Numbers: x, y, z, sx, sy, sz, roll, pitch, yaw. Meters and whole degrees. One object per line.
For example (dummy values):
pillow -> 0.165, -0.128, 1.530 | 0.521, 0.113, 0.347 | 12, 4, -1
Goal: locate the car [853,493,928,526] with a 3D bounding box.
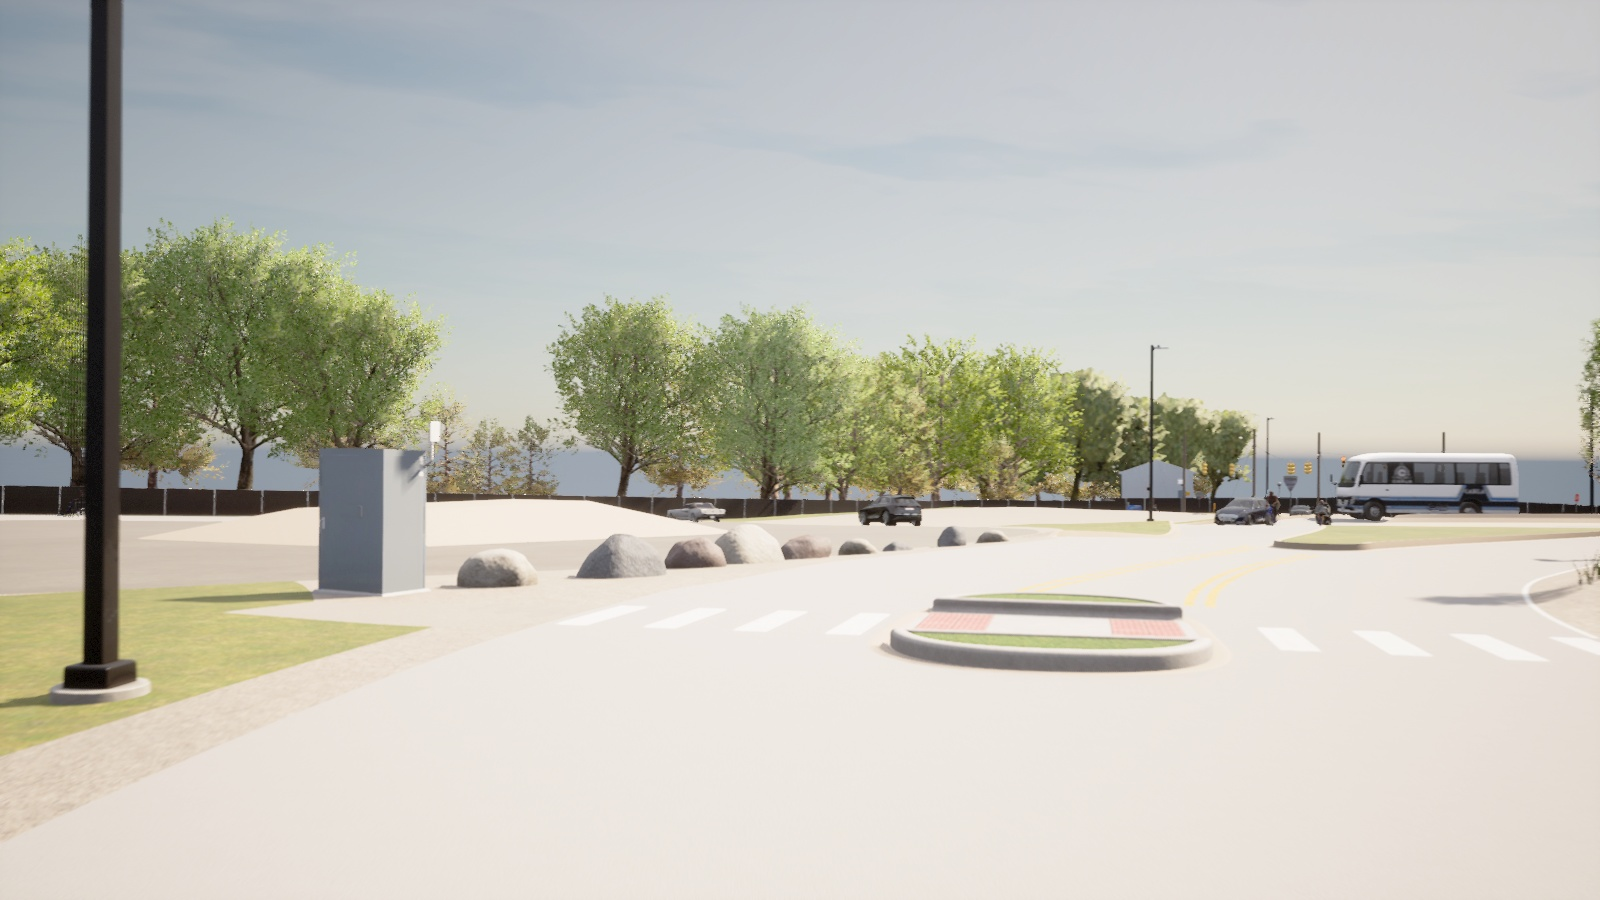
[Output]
car -> 4.748, 3.168, 66.453 | 2.033, 1.649, 4.856 | 2, -4, -22

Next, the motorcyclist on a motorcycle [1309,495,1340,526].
motorcyclist on a motorcycle -> 27.515, 3.180, 65.916 | 0.866, 1.530, 2.191 | -8, -6, 36

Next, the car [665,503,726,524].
car -> -6.940, 4.206, 82.941 | 1.895, 1.301, 4.718 | 1, -4, -35

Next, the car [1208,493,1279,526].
car -> 24.743, 3.278, 69.959 | 2.033, 1.649, 4.856 | 0, -1, 41

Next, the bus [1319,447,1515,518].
bus -> 38.483, 2.017, 78.686 | 10.273, 4.253, 3.944 | 0, -1, 6
